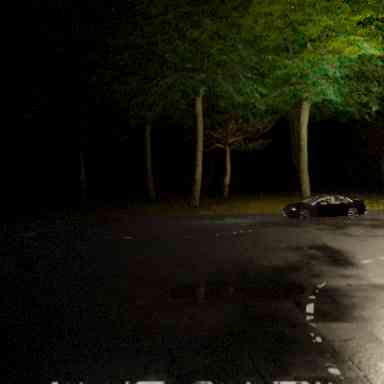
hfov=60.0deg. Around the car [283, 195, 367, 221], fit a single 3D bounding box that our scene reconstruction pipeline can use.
[{"bbox_3d":[8.181,0.946,20.667,4.902,1.511,2.128,-2,3,0],"label":"car"}]
